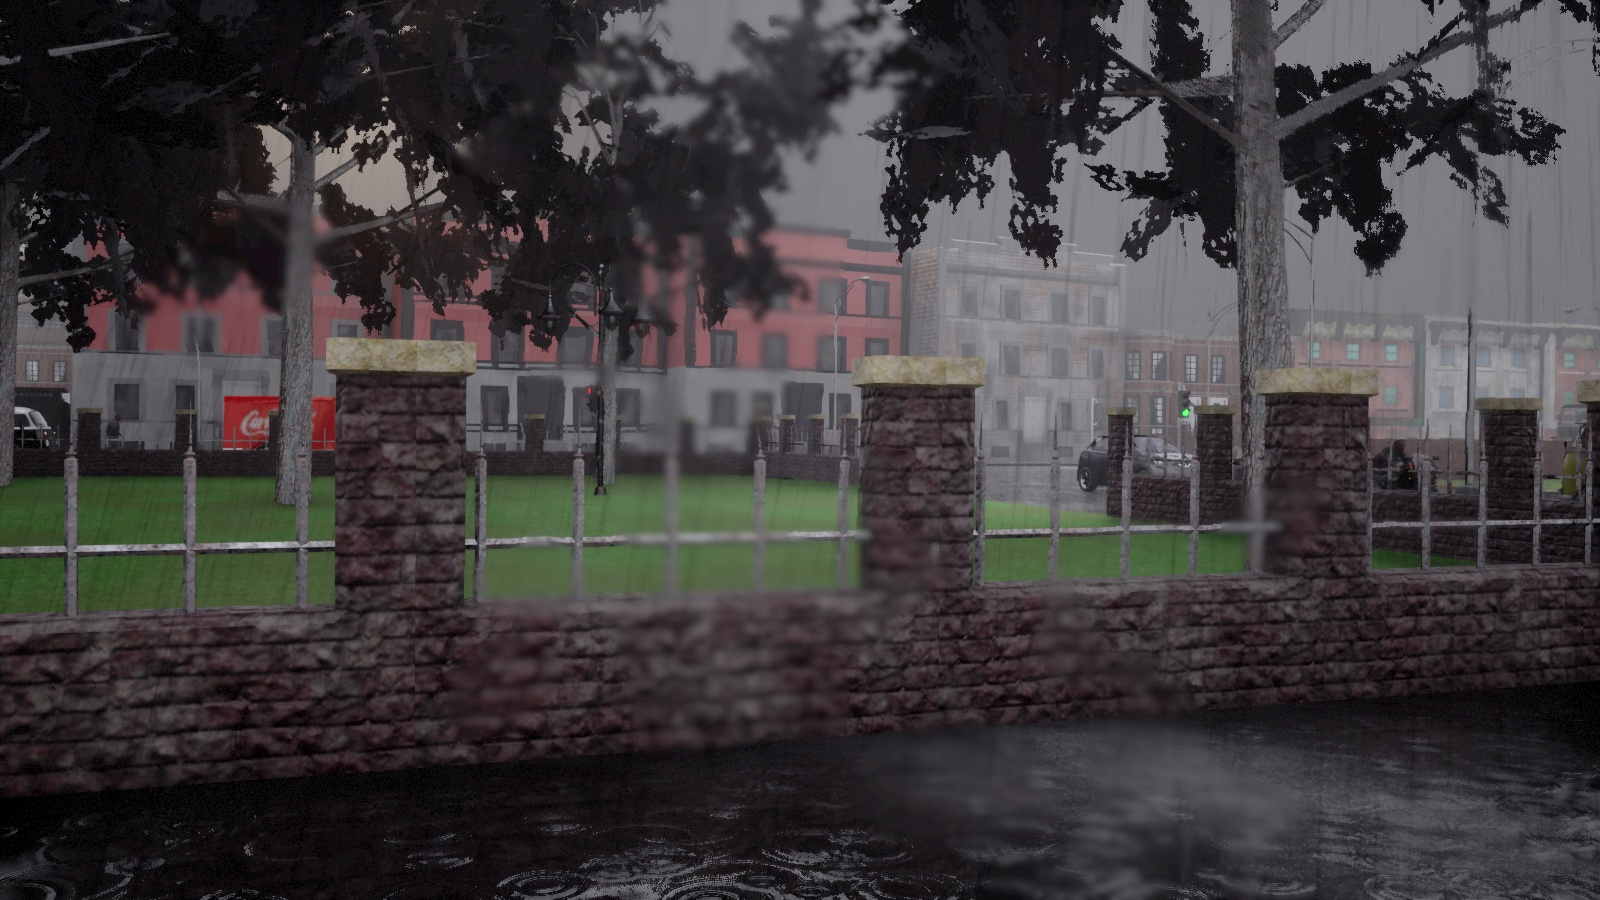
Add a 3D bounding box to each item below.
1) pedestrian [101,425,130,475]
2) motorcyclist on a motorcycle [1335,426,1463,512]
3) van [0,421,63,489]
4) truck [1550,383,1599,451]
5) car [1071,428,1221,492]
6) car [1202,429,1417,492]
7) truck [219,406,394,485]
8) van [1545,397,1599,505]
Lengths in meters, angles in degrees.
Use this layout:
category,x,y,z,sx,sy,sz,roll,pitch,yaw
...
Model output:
category,x,y,z,sx,sy,sz,roll,pitch,yaw
pedestrian,-26.102,0.010,47.921,0.849,1.883,0.563,-1,1,-19
motorcyclist on a motorcycle,11.227,0.327,23.635,0.866,1.530,2.191,-1,1,-21
van,-25.457,0.169,38.585,4.480,2.038,2.069,-1,1,-19
truck,44.075,-1.744,66.634,7.936,3.462,2.891,-1,1,-19
car,8.567,0.208,31.409,1.845,1.501,3.633,-1,1,-20
car,12.522,0.200,31.356,2.033,1.411,5.357,-1,1,-17
truck,-16.271,-0.192,41.748,5.204,2.467,2.627,-1,1,-18
van,15.776,0.018,22.248,1.775,1.987,4.442,-1,1,-15
